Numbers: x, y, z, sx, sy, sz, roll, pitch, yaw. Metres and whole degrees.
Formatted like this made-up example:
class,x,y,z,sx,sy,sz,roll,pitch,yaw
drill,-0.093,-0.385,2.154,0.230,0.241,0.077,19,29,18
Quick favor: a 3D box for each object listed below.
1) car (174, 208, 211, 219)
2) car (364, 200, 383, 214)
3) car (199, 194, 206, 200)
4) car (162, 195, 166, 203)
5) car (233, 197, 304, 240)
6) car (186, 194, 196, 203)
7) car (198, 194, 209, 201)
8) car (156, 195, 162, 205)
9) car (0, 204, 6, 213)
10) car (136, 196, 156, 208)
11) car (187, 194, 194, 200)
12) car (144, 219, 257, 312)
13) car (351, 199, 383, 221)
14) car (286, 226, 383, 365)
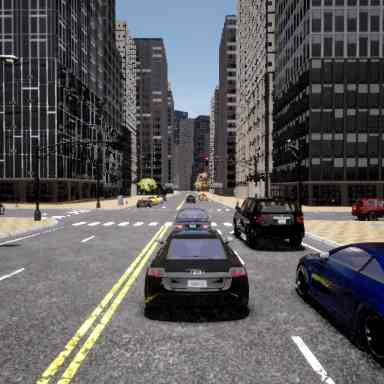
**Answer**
class,x,y,z,sx,sy,sz,roll,pitch,yaw
car,0.022,1.538,17.014,2.033,1.411,5.357,0,0,0
car,21.643,1.643,36.245,4.829,1.417,1.752,1,0,1
car,2.837,1.242,89.079,1.837,1.490,4.892,0,0,0
car,-6.838,1.469,66.565,1.812,1.442,4.674,0,0,0
car,3.305,1.213,15.244,2.150,2.045,5.566,0,0,-2
car,-0.223,1.441,69.671,1.837,1.490,4.892,0,-1,0
car,2.886,1.396,78.661,1.882,1.535,5.008,0,0,0
car,-6.847,1.433,57.117,1.882,1.535,5.008,0,0,0
car,-19.946,1.345,30.948,4.892,1.490,1.837,1,1,1
car,-6.813,1.529,48.188,1.994,1.385,4.181,0,0,0
car,-0.415,1.387,89.482,1.882,1.535,5.008,0,0,0
car,0.066,1.560,7.793,1.994,1.385,4.181,0,0,-1
car,16.073,1.520,27.933,5.009,1.841,2.192,1,0,1
car,3.334,1.561,5.823,1.994,1.385,4.181,0,0,-1
